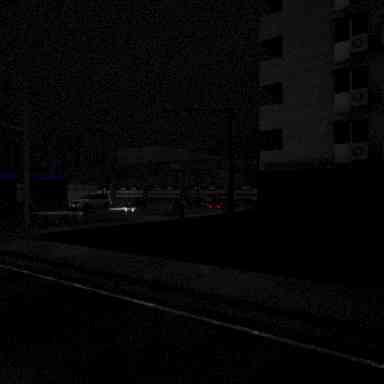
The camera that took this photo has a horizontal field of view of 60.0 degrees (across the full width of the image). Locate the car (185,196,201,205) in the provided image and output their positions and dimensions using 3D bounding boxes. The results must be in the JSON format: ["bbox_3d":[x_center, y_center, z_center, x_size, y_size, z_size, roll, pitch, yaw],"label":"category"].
[{"bbox_3d":[0.480,1.547,57.843,2.033,1.411,5.357,0,0,6],"label":"car"}]

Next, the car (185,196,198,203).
[{"bbox_3d":[-0.130,1.564,69.856,1.994,1.385,4.181,0,0,-12],"label":"car"}]

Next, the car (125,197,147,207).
[{"bbox_3d":[-8.353,1.491,49.988,2.128,1.511,4.902,0,0,15],"label":"car"}]

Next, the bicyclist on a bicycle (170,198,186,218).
[{"bbox_3d":[-1.169,1.300,27.291,1.656,1.620,0.582,0,0,36],"label":"bicyclist on a bicycle"}]

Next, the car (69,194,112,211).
[{"bbox_3d":[-12.300,1.221,40.713,2.150,2.045,5.566,0,0,29],"label":"car"}]

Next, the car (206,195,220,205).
[{"bbox_3d":[3.916,1.526,58.460,1.812,1.442,4.674,0,0,4],"label":"car"}]

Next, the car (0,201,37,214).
[{"bbox_3d":[-17.886,1.601,32.461,1.895,1.301,4.718,0,0,35],"label":"car"}]
